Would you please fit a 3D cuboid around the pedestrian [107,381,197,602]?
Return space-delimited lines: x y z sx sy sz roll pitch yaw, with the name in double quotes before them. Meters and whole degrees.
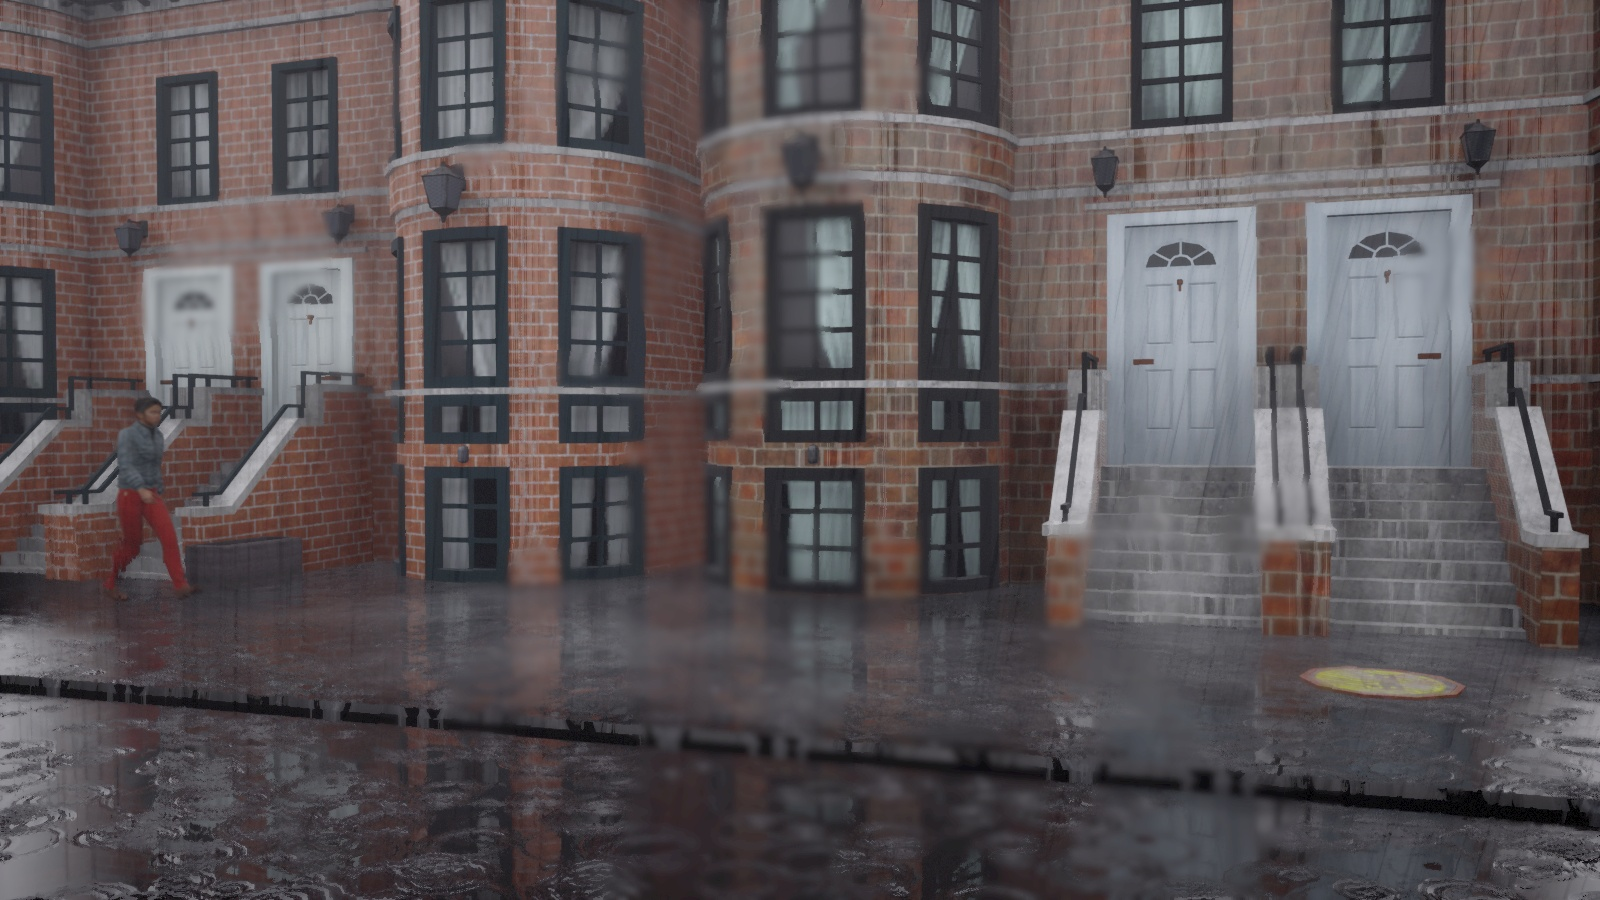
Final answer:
"pedestrian" -5.537 0.344 10.735 0.614 1.847 0.353 1 1 19
